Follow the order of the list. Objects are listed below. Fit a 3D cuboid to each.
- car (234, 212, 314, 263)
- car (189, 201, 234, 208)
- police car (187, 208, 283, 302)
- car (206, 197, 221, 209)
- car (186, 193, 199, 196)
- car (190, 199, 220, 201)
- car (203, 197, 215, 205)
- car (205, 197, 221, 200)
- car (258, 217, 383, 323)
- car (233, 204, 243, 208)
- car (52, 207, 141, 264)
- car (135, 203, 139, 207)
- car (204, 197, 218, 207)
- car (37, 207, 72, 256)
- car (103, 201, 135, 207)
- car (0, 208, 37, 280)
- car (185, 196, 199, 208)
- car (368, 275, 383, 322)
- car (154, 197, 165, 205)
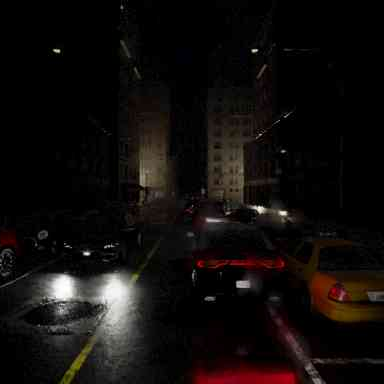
[{"bbox_3d":[2.873,1.561,12.695,1.947,1.339,4.313,-1,0,0],"label":"car"},{"bbox_3d":[0.921,1.471,18.340,1.882,1.535,5.008,0,0,0],"label":"car"},{"bbox_3d":[0.908,1.423,8.449,1.930,1.638,5.238,0,0,0],"label":"police car"},{"bbox_3d":[2.924,1.499,46.380,1.752,1.417,4.829,-1,0,0],"label":"car"},{"bbox_3d":[0.075,1.182,59.545,2.150,2.045,5.566,0,0,0],"label":"car"},{"bbox_3d":[0.928,1.496,24.340,1.837,1.490,4.892,0,0,0],"label":"car"},{"bbox_3d":[2.941,1.544,57.382,1.802,1.307,4.206,-1,0,0],"label":"car"},{"bbox_3d":[2.916,1.530,40.625,2.008,1.369,4.403,-1,0,0],"label":"car"},{"bbox_3d":[2.864,1.523,7.280,1.752,1.417,4.829,-1,0,0],"label":"car"},{"bbox_3d":[2.881,1.559,18.281,1.947,1.339,4.313,-1,0,0],"label":"car"},{"bbox_3d":[-2.987,1.501,11.881,1.837,1.490,4.892,0,0,0],"label":"car"},{"bbox_3d":[-5.640,1.570,29.464,1.802,1.307,4.206,-1,0,0],"label":"car"},{"bbox_3d":[2.933,1.534,51.797,1.947,1.339,4.313,-1,0,0],"label":"car"},{"bbox_3d":[-5.664,1.436,12.707,1.967,1.590,4.097,-1,0,0],"label":"car"},{"bbox_3d":[-5.649,1.431,23.878,1.967,1.590,4.097,-1,0,0],"label":"car"},{"bbox_3d":[-5.673,1.313,7.121,2.192,1.841,5.009,-1,0,0],"label":"car"},{"bbox_3d":[0.076,1.575,46.267,1.895,1.301,4.718,0,0,1],"label":"car"},{"bbox_3d":[2.856,1.581,1.523,1.802,1.307,4.206,-1,0,0],"label":"car"},{"bbox_3d":[-5.604,1.507,57.392,1.887,1.381,4.507,-1,0,0],"label":"car"}]
